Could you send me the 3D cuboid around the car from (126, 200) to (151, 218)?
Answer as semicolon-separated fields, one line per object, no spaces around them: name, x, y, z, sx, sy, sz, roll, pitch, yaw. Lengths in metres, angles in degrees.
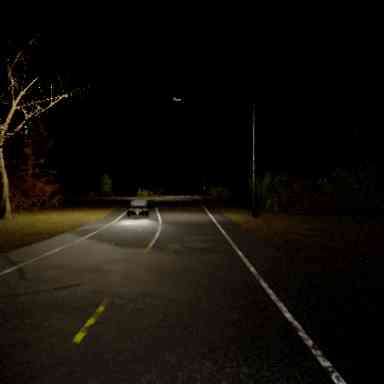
car;-4.819;1.478;30.178;2.128;1.511;4.902;0;0;-7
